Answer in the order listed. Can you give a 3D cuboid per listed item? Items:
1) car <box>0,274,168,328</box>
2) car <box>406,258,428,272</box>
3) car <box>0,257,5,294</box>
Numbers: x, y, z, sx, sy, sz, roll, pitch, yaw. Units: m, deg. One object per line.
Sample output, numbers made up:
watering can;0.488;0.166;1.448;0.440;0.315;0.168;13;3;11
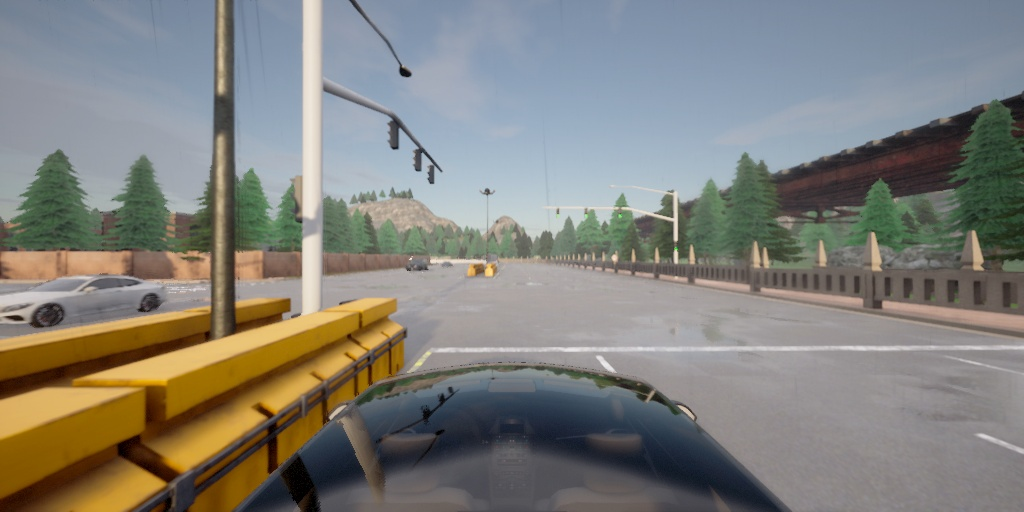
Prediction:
car;-13.999;1.354;11.721;1.812;1.442;4.674;0;0;0
car;-14.000;1.386;53.094;2.150;2.045;5.566;0;1;0
car;-30.912;1.073;18.808;5.566;2.045;2.150;0;0;0
